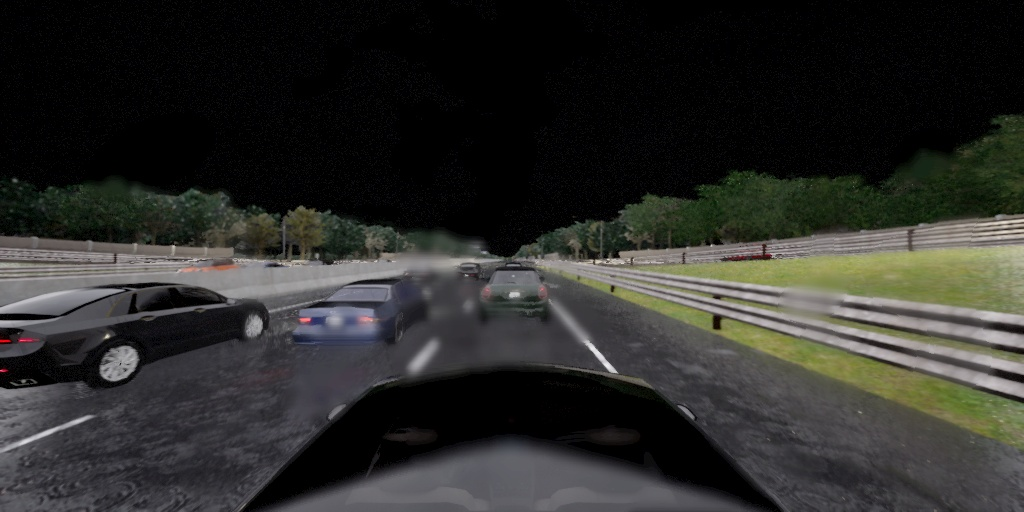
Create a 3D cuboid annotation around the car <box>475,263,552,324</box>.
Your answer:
[{"bbox_3d":[0.100,1.113,12.168,2.097,1.767,4.553,0,0,0],"label":"car"}]

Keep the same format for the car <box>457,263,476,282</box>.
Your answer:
[{"bbox_3d":[-3.399,1.298,29.977,1.837,1.490,4.892,0,0,0],"label":"car"}]

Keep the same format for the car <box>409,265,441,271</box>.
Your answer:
[{"bbox_3d":[-6.899,1.390,28.166,1.895,1.301,4.718,0,0,0],"label":"car"}]

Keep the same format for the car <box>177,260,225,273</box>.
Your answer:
[{"bbox_3d":[-24.594,1.143,29.209,2.097,1.767,4.553,0,0,0],"label":"car"}]

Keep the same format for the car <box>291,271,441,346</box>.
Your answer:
[{"bbox_3d":[-3.400,1.305,9.402,2.033,1.411,5.357,0,0,0],"label":"car"}]

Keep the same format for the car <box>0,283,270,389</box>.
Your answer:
[{"bbox_3d":[-6.900,1.259,6.876,1.837,1.490,4.892,0,0,0],"label":"car"}]

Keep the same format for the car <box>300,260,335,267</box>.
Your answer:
[{"bbox_3d":[-17.593,1.150,32.296,2.097,1.767,4.553,0,0,0],"label":"car"}]

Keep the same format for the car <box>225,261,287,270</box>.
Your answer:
[{"bbox_3d":[-21.094,1.272,30.257,1.882,1.535,5.008,0,0,0],"label":"car"}]

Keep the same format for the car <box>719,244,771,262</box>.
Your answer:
[{"bbox_3d":[26.494,-0.209,41.060,2.150,2.045,5.566,0,-4,-15],"label":"car"}]

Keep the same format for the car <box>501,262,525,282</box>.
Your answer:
[{"bbox_3d":[0.101,1.299,30.085,1.837,1.490,4.892,0,0,0],"label":"car"}]
